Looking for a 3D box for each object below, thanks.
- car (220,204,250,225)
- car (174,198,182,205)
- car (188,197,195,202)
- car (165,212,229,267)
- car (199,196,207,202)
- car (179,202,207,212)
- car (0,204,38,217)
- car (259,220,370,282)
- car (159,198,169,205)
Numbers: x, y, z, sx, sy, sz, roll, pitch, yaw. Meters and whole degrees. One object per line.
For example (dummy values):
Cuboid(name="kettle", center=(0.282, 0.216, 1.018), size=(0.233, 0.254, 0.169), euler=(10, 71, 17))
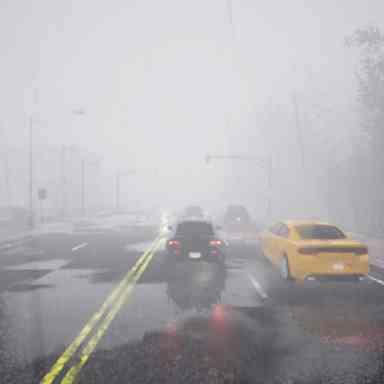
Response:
Cuboid(name="car", center=(3.317, 1.734, 26.052), size=(1.837, 1.490, 4.892), euler=(0, -1, 0))
Cuboid(name="car", center=(-3.352, 2.215, 78.534), size=(1.812, 1.442, 4.674), euler=(0, 0, 0))
Cuboid(name="car", center=(-0.118, 2.369, 89.068), size=(1.895, 1.301, 4.718), euler=(0, 0, 0))
Cuboid(name="car", center=(0.085, 1.631, 11.664), size=(1.812, 1.442, 4.674), euler=(0, -1, 0))
Cuboid(name="car", center=(3.132, 2.309, 88.626), size=(2.033, 1.411, 5.357), euler=(0, 0, 0))
Cuboid(name="car", center=(0.031, 1.765, 26.646), size=(1.812, 1.442, 4.674), euler=(0, -1, -2))
Cuboid(name="car", center=(-20.004, 2.160, 38.160), size=(4.313, 1.339, 1.947), euler=(-1, 1, 0))
Cuboid(name="car", center=(3.338, 1.568, 10.055), size=(1.882, 1.535, 5.008), euler=(0, 0, 0))
Cuboid(name="car", center=(-6.602, 2.169, 78.530), size=(1.882, 1.535, 5.008), euler=(0, 0, 0))
